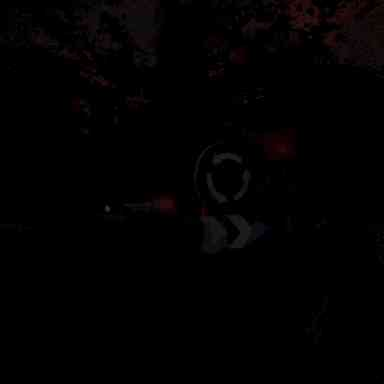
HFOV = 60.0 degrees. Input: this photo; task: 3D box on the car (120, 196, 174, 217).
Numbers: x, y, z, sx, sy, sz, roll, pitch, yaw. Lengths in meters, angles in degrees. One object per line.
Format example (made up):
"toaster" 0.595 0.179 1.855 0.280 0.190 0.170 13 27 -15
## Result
"car" -4.666 1.463 34.360 5.566 2.045 2.150 -1 -1 17
